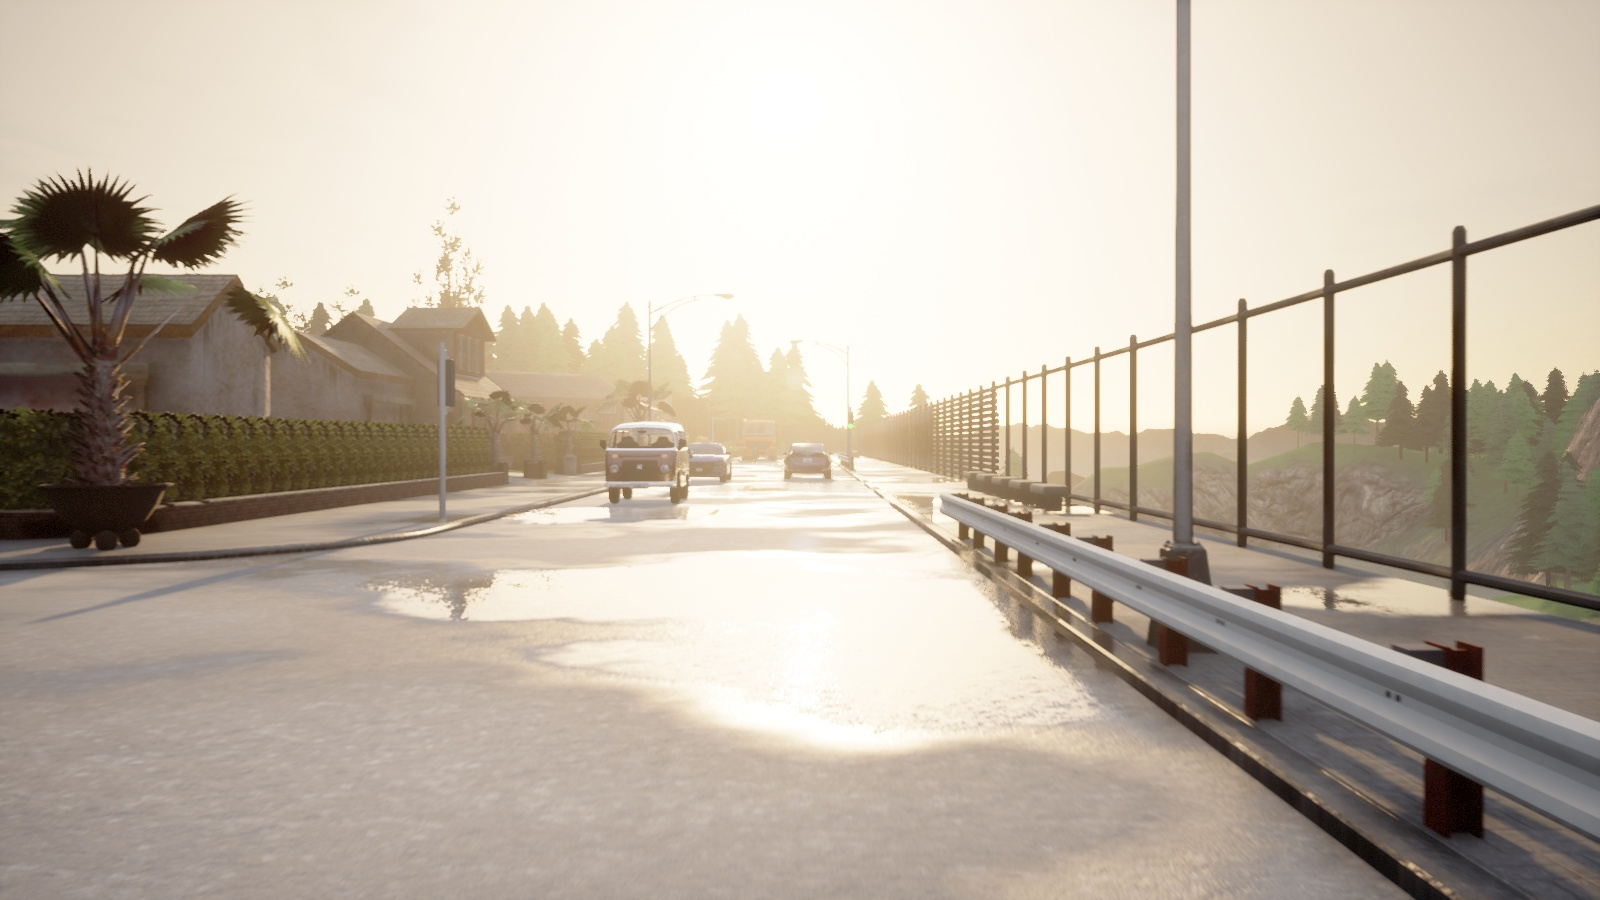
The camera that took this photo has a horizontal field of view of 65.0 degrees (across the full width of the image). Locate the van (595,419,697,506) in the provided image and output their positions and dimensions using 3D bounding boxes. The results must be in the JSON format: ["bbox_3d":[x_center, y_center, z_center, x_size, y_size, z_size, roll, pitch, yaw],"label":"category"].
[{"bbox_3d":[-3.821,0.282,31.865,2.069,2.038,4.480,0,0,0],"label":"van"}]

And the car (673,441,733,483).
[{"bbox_3d":[-3.696,0.440,48.608,1.882,1.535,5.008,0,0,0],"label":"car"}]

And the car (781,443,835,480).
[{"bbox_3d":[0.330,0.439,53.014,2.163,1.488,4.792,0,0,0],"label":"car"}]
